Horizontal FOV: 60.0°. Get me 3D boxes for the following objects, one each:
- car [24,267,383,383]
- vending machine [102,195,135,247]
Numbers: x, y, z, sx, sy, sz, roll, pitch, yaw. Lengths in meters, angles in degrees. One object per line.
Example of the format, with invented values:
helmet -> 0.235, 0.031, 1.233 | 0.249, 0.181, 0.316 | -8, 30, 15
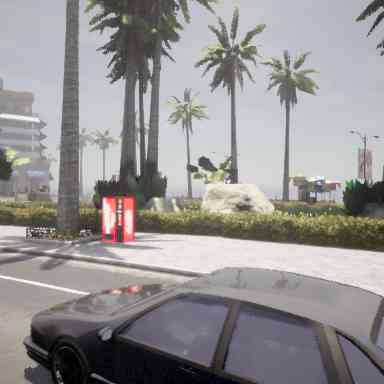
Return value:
car -> 0.561, 1.548, 3.315 | 5.357, 1.411, 2.033 | 0, 0, 34
vending machine -> -3.134, 1.195, 14.185 | 0.880, 2.100, 1.100 | 0, 0, 27
